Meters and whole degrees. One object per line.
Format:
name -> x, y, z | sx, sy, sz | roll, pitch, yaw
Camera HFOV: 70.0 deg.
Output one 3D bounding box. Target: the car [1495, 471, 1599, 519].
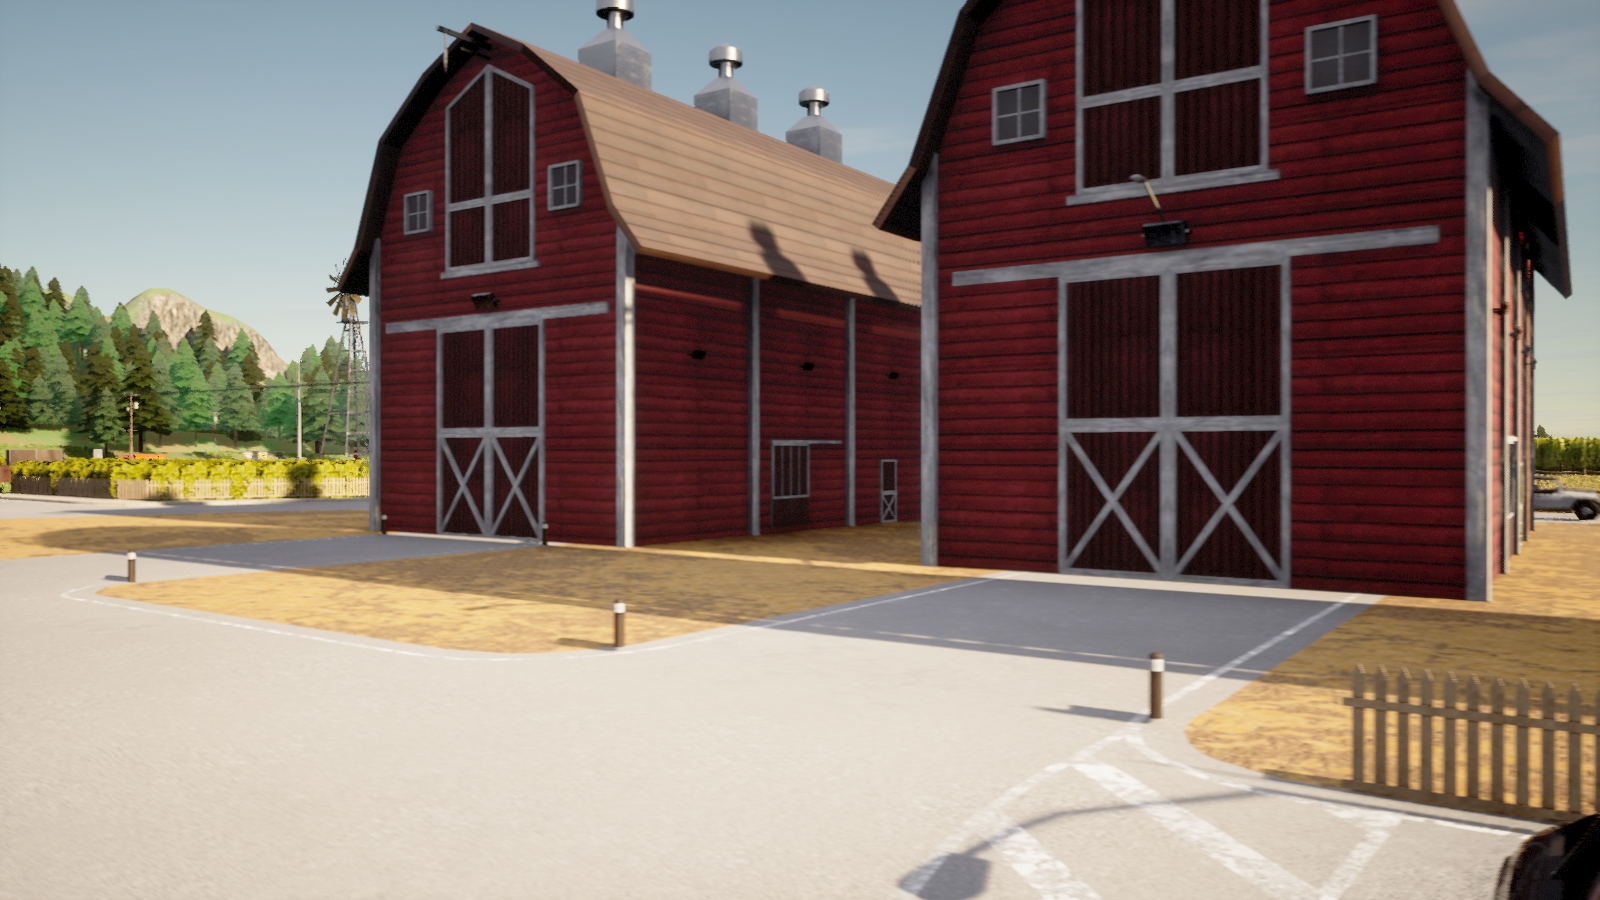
car -> 31.736, 1.857, 48.323 | 3.866, 1.878, 1.905 | 0, 0, 36
